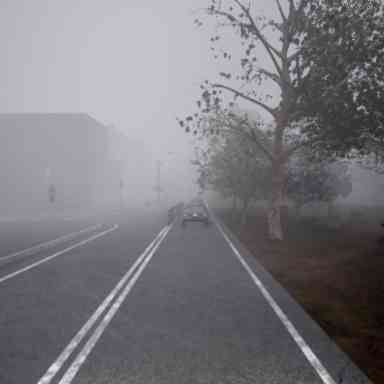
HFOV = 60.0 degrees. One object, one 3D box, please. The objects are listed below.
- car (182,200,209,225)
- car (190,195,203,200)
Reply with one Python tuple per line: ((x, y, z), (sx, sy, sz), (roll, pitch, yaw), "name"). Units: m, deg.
((0.233, 1.525, 23.602), (2.033, 1.411, 5.357), (0, 0, 1), "car")
((0.613, 1.464, 44.577), (1.994, 1.385, 4.181), (0, 0, 1), "car")
